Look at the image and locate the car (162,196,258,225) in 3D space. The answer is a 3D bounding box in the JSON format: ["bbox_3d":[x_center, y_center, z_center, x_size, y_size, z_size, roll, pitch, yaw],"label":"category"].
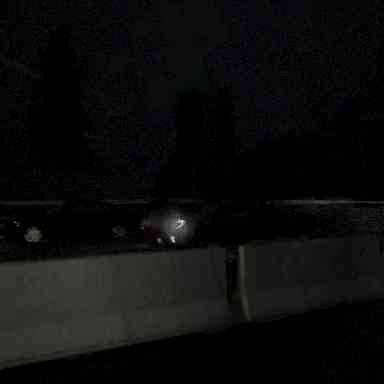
[{"bbox_3d":[1.093,1.013,19.758,5.357,1.411,2.033,0,2,-24],"label":"car"}]

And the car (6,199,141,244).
[{"bbox_3d":[-4.545,1.049,13.230,5.008,1.535,1.882,0,2,-26],"label":"car"}]

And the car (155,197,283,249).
[{"bbox_3d":[0.981,1.028,11.990,4.553,1.767,2.097,0,2,-24],"label":"car"}]
